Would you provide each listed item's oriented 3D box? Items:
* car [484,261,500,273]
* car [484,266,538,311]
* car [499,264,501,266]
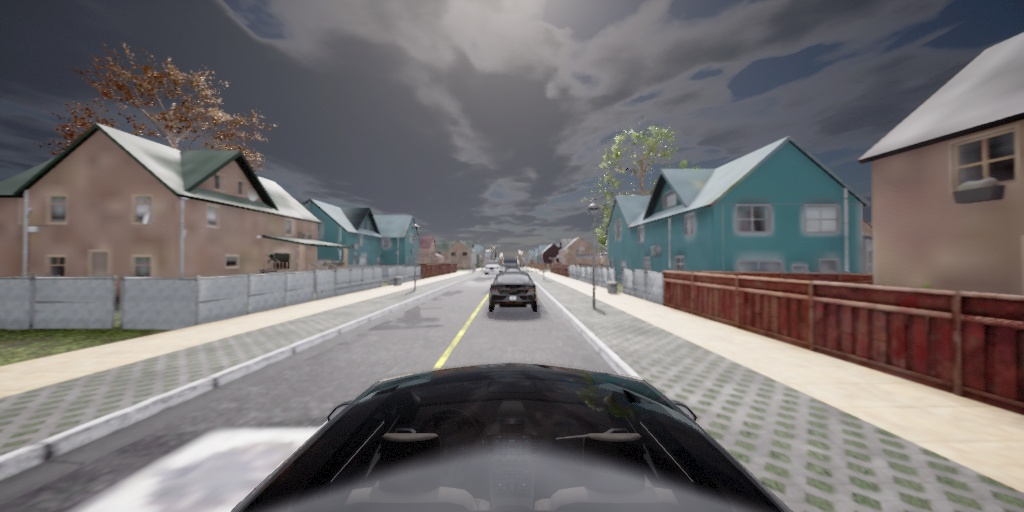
[{"bbox_3d":[-2.775,1.695,52.264,2.150,2.045,5.566,0,-1,1],"label":"car"},{"bbox_3d":[0.057,1.385,15.379,1.882,1.535,5.008,0,0,0],"label":"car"},{"bbox_3d":[0.057,1.634,29.949,1.812,1.442,4.674,0,-1,1],"label":"car"}]
